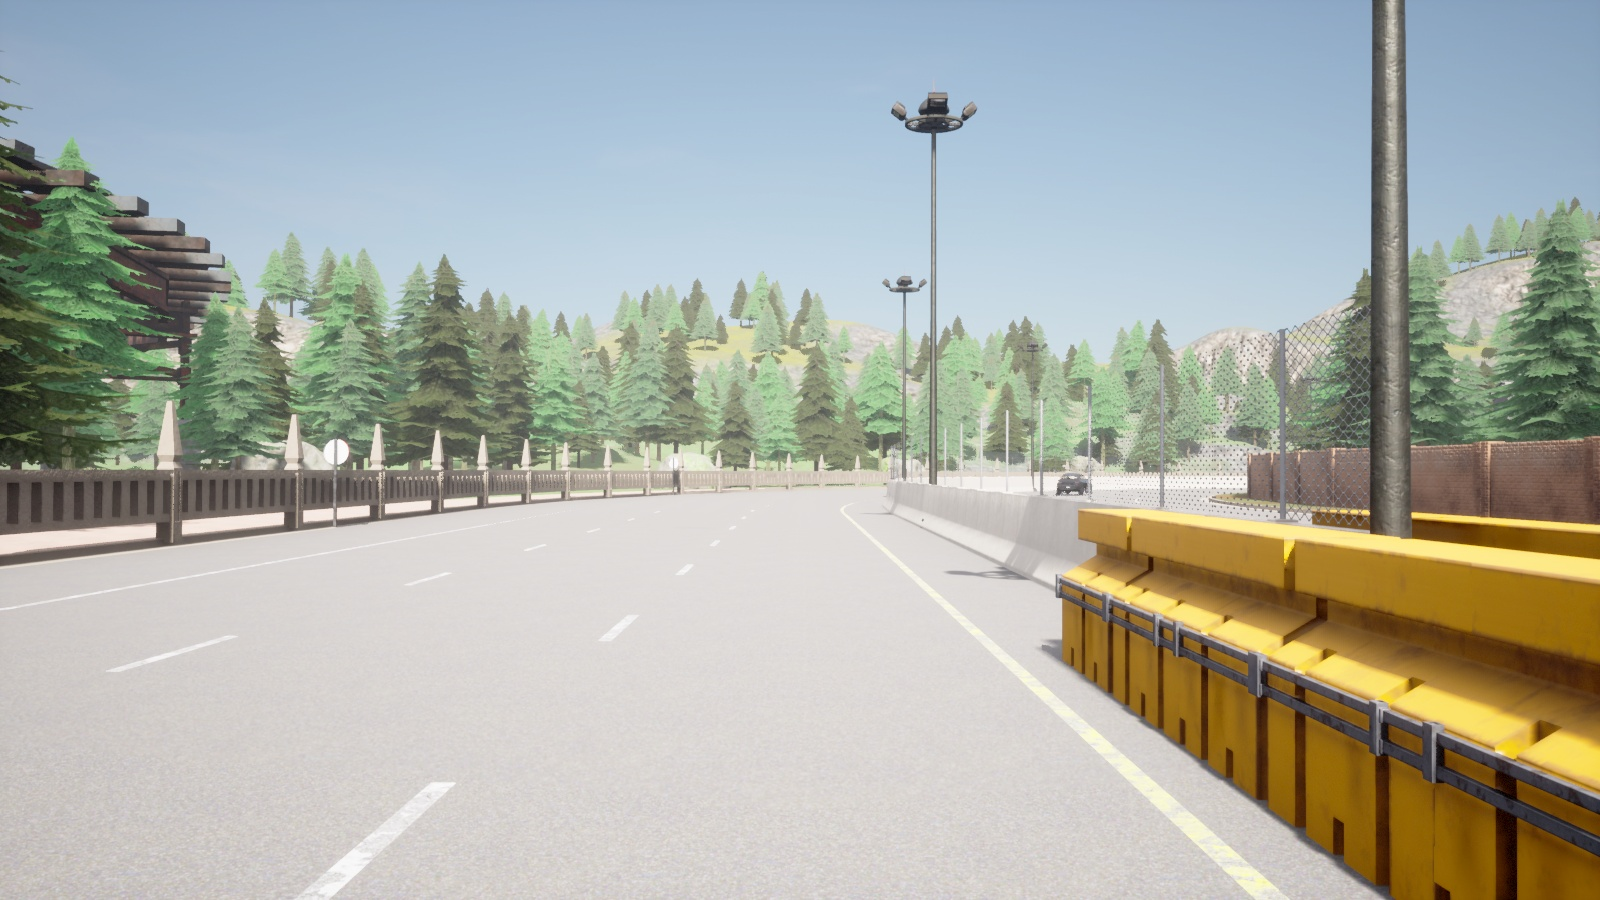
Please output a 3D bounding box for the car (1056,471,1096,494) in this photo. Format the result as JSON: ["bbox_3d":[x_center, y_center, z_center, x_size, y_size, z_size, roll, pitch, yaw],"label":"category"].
[{"bbox_3d":[18.773,2.183,85.400,1.816,1.474,4.193,-1,-1,24],"label":"car"}]
